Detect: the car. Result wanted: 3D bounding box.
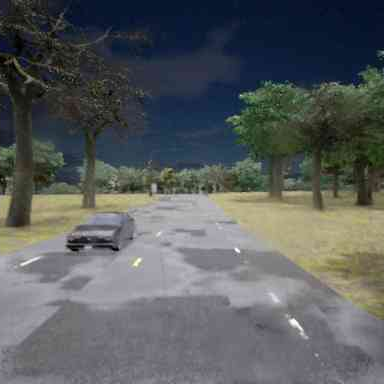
[{"bbox_3d":[-3.601,1.541,14.235,2.033,1.411,5.357,0,0,0],"label":"car"}]
